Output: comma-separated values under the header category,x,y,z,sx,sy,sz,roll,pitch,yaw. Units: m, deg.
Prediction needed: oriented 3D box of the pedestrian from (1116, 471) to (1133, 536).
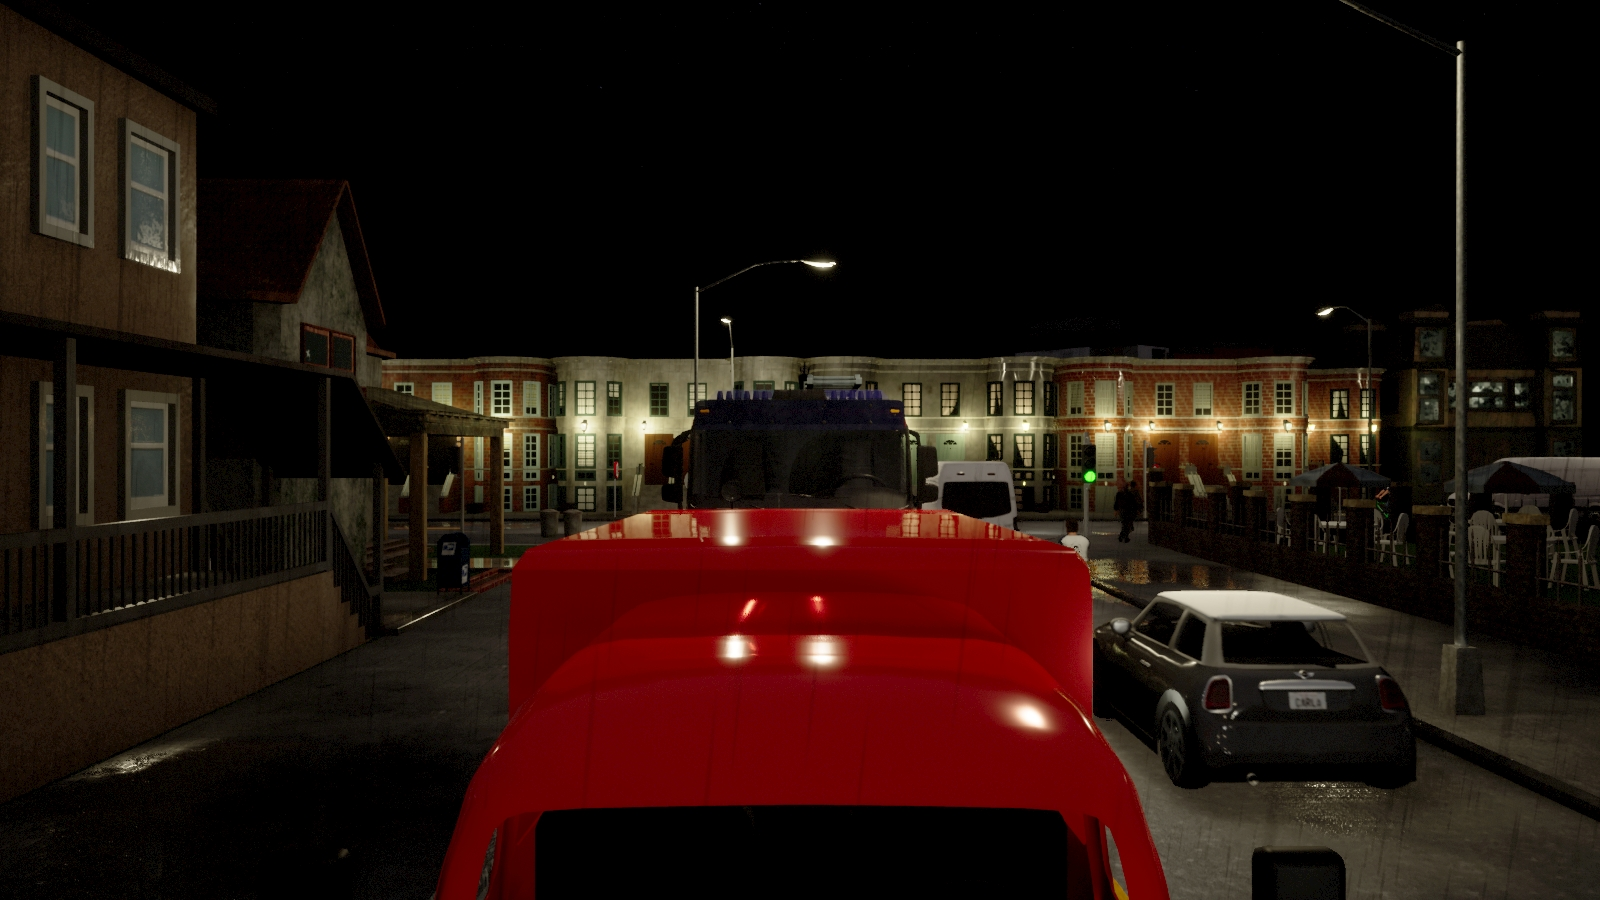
category,x,y,z,sx,sy,sz,roll,pitch,yaw
pedestrian,9.319,1.532,32.847,0.375,1.860,0.375,0,0,-2

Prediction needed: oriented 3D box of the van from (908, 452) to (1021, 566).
category,x,y,z,sx,sy,sz,roll,pitch,yaw
van,4.005,1.327,28.759,1.988,2.561,5.915,0,0,0

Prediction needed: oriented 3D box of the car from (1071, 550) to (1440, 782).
category,x,y,z,sx,sy,sz,roll,pitch,yaw
car,3.997,1.850,10.794,1.970,1.475,3.806,0,0,0

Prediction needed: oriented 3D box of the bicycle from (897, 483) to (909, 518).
category,x,y,z,sx,sy,sz,roll,pitch,yaw
bicycle,3.999,1.959,44.354,0.329,1.271,1.835,0,0,0

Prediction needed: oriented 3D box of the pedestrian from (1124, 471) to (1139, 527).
category,x,y,z,sx,sy,sz,roll,pitch,yaw
pedestrian,11.170,1.645,38.505,0.375,1.860,0.375,0,0,31

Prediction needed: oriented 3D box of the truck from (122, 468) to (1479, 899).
category,x,y,z,sx,sy,sz,roll,pitch,yaw
truck,-0.002,1.351,4.813,2.627,2.467,5.204,0,0,0

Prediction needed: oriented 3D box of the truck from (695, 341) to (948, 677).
category,x,y,z,sx,sy,sz,roll,pitch,yaw
truck,0.275,0.678,17.256,2.891,3.827,8.468,0,0,0
